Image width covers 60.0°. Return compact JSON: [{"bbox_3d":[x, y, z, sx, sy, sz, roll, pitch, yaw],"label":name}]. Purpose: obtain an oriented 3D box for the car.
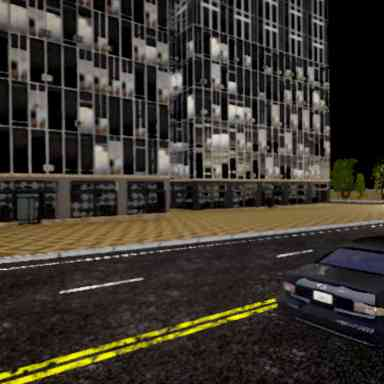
[{"bbox_3d":[3.921,1.559,6.239,5.357,1.411,2.033,0,0,-35],"label":"car"}]
